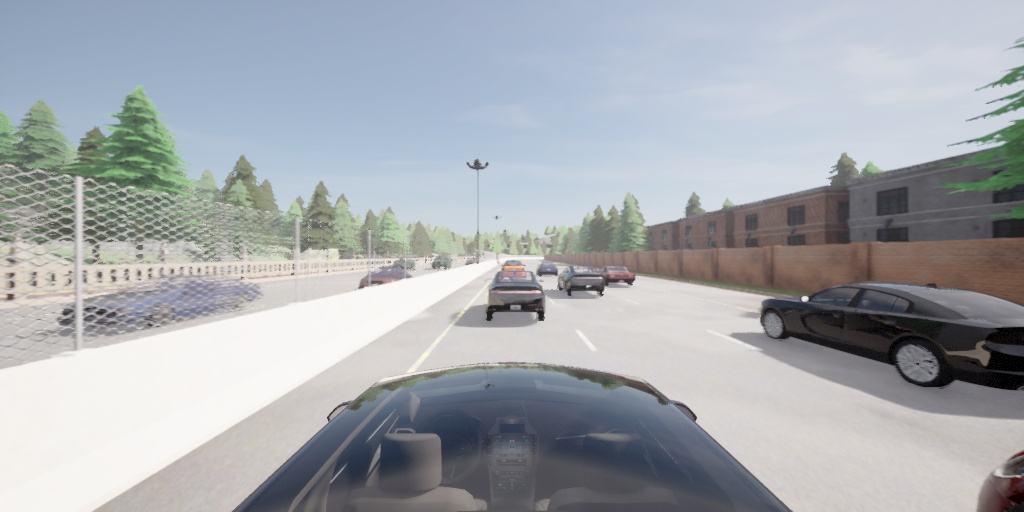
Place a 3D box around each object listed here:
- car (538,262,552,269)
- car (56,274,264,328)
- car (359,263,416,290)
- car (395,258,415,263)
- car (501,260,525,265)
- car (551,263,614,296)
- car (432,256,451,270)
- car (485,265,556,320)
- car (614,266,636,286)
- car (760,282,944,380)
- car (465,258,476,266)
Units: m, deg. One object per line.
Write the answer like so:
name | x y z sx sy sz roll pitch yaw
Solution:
car | 3.612 1.318 37.249 1.994 1.385 4.181 0 0 0
car | -10.598 1.298 11.624 2.033 1.411 5.357 0 0 0
car | -7.093 1.316 20.523 1.994 1.385 4.181 0 0 0
car | -14.066 1.106 46.792 2.097 1.767 4.553 0 0 0
car | 0.109 1.105 30.519 2.097 1.767 4.553 0 0 0
car | 3.605 1.244 19.304 2.128 1.511 4.902 0 0 0
car | -10.540 0.974 54.556 2.150 2.045 5.566 0 0 1
car | 0.103 1.243 12.568 2.128 1.511 4.902 0 0 0
car | 7.107 1.354 25.491 1.895 1.301 4.718 0 0 0
car | 7.103 1.228 6.898 1.882 1.535 5.008 0 0 0
car | -7.010 1.111 63.122 2.097 1.767 4.553 0 0 1
